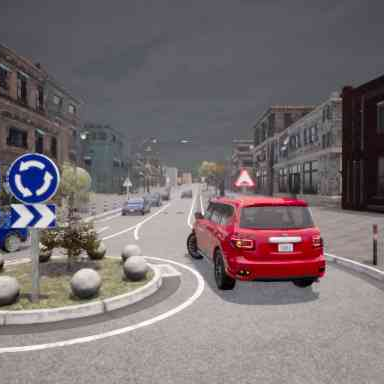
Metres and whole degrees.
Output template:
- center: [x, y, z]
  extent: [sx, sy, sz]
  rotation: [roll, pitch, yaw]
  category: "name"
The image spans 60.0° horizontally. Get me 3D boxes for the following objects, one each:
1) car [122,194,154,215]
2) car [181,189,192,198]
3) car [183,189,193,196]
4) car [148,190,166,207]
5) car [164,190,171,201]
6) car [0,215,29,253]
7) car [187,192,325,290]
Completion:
- center: [-4.730, 1.164, 28.725]
  extent: [1.812, 1.442, 4.674]
  rotation: [0, 1, 1]
  category: "car"
- center: [-0.920, 0.348, 60.009]
  extent: [2.033, 1.411, 5.357]
  rotation: [0, 1, 1]
  category: "car"
- center: [-0.824, 0.138, 70.434]
  extent: [1.812, 1.442, 4.674]
  rotation: [0, 1, 1]
  category: "car"
- center: [-4.517, 0.887, 38.684]
  extent: [1.837, 1.490, 4.892]
  rotation: [0, 2, 1]
  category: "car"
- center: [-4.293, 0.518, 49.563]
  extent: [1.882, 1.535, 5.008]
  rotation: [0, 2, 1]
  category: "car"
- center: [-7.598, 1.377, 10.591]
  extent: [1.882, 1.535, 5.008]
  rotation: [0, 0, 18]
  category: "car"
- center: [1.397, 1.141, 9.103]
  extent: [2.150, 2.045, 5.566]
  rotation: [0, 1, -9]
  category: "car"
